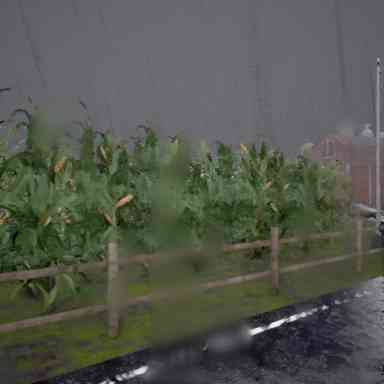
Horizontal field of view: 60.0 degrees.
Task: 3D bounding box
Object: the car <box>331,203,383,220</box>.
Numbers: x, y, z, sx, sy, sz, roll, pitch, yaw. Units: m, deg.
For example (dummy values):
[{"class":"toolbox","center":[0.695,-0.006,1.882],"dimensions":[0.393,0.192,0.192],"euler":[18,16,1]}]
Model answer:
[{"class":"car","center":[15.350,1.792,31.416],"dimensions":[2.033,1.411,5.357],"euler":[1,-1,-31]}]
